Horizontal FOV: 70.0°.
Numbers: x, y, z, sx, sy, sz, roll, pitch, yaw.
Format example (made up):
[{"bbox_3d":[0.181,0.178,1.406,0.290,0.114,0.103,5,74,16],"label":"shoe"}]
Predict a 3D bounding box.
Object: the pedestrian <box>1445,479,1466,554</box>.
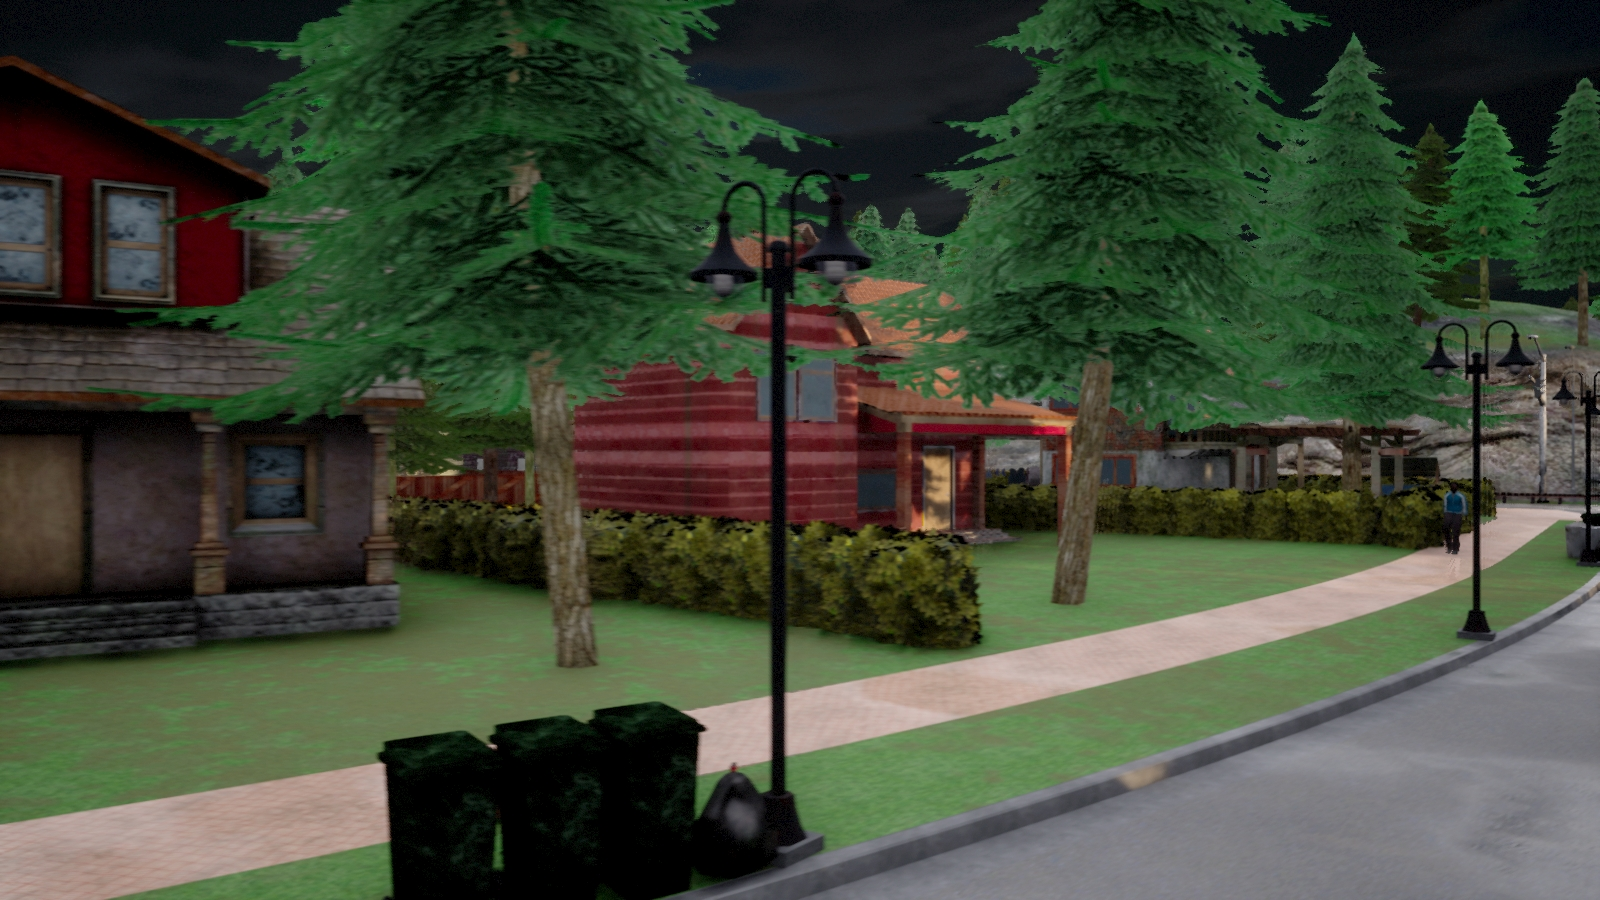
[{"bbox_3d":[16.439,1.662,28.653,0.375,1.860,0.375,0,0,43],"label":"pedestrian"}]
